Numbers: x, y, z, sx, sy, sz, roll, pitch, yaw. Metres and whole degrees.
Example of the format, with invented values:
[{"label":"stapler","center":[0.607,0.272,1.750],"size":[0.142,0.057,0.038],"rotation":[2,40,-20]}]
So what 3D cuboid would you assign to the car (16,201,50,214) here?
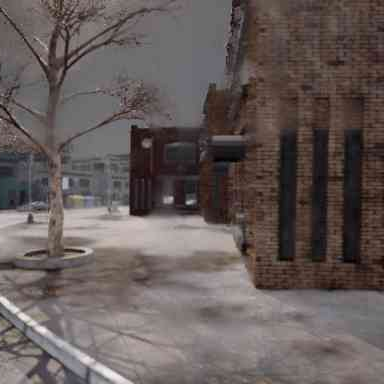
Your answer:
[{"label":"car","center":[-19.291,1.869,40.702],"size":[1.812,1.442,4.674],"rotation":[1,-1,11]}]
